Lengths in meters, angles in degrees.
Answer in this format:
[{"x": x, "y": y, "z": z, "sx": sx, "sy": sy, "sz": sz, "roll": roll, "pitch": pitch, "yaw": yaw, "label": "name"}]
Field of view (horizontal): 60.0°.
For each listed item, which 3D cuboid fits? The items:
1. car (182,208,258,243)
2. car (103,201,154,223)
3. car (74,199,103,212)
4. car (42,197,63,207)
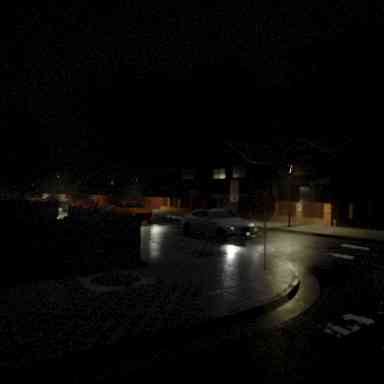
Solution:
[{"x": 1.182, "y": 1.524, "z": 16.403, "sx": 1.812, "sy": 1.442, "sz": 4.674, "roll": 0, "pitch": 0, "yaw": -33, "label": "car"}, {"x": -4.601, "y": 1.431, "z": 24.766, "sx": 1.882, "sy": 1.535, "sz": 5.008, "roll": 0, "pitch": 0, "yaw": -35, "label": "car"}, {"x": -10.391, "y": 1.433, "z": 32.997, "sx": 1.812, "sy": 1.442, "sz": 4.674, "roll": 0, "pitch": 0, "yaw": -35, "label": "car"}, {"x": -19.502, "y": 1.389, "z": 46.184, "sx": 2.033, "sy": 1.411, "sz": 5.357, "roll": 0, "pitch": 0, "yaw": -35, "label": "car"}]
